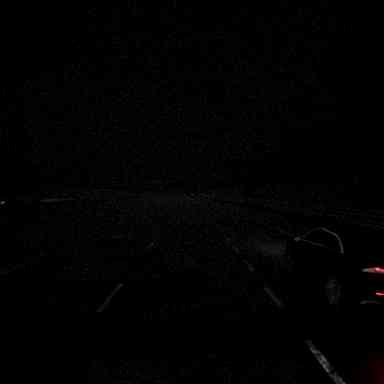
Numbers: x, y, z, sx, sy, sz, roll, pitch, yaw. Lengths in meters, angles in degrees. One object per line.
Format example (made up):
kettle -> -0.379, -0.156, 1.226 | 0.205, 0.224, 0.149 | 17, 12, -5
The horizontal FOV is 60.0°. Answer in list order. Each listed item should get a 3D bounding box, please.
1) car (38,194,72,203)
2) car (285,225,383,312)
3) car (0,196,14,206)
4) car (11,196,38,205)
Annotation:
car -> -17.501, 1.257, 43.613 | 2.150, 2.045, 5.566 | 0, 0, 0
car -> 3.602, 1.507, 7.730 | 2.128, 1.511, 4.902 | 0, 0, 0
car -> -24.501, 1.302, 43.693 | 2.097, 1.767, 4.553 | 0, 0, 0
car -> -21.006, 1.556, 43.250 | 1.812, 1.442, 4.674 | 0, 0, 0
